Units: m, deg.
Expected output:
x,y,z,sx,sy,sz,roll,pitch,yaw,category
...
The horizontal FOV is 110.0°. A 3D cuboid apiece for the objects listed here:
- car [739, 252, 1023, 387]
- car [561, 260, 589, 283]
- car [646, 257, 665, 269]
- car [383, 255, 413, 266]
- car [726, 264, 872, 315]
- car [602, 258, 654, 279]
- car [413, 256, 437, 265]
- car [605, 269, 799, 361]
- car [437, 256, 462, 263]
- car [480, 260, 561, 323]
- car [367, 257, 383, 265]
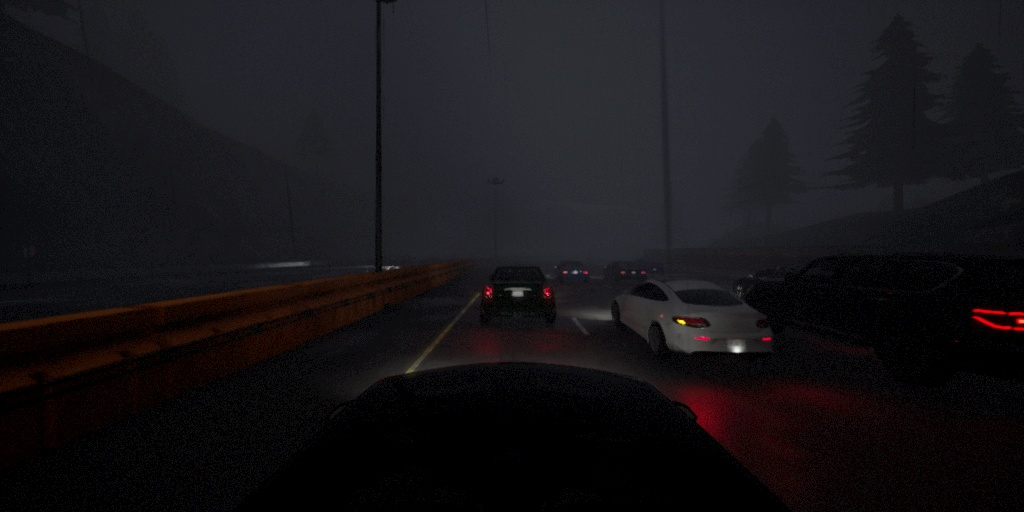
x,y,z,sx,sy,sz,roll,pitch,yaw,category
7.107,0.932,6.979,2.150,2.045,5.566,0,1,1,car
3.962,1.003,24.247,2.033,1.411,5.357,0,1,2,car
11.390,0.877,30.585,1.882,1.535,5.008,0,1,5,car
-14.675,0.588,48.180,2.033,1.411,5.357,0,1,10,car
10.747,1.132,14.035,1.837,1.490,4.892,0,1,1,car
7.462,1.019,24.200,2.033,1.411,5.357,0,1,2,car
-11.078,0.656,48.226,1.895,1.301,4.718,0,1,11,car
3.627,1.204,8.020,1.812,1.442,4.674,0,1,1,car
-7.729,0.687,47.123,1.895,1.301,4.718,0,1,11,car
0.200,0.969,11.641,2.097,1.767,4.553,0,1,1,car
-17.980,0.609,49.445,1.895,1.301,4.718,0,1,11,car
